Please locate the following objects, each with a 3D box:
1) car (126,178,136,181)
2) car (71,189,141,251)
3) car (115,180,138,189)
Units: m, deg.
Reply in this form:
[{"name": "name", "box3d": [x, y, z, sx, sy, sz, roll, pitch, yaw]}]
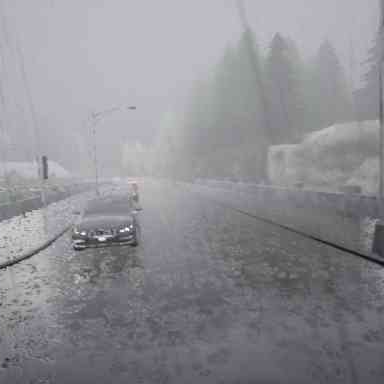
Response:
[{"name": "car", "box3d": [-9.453, -1.363, 51.598, 1.882, 1.535, 5.008, -3, 4, -9]}, {"name": "car", "box3d": [-2.799, 0.885, 11.381, 1.837, 1.490, 4.892, -3, 4, -9]}, {"name": "car", "box3d": [-5.250, 0.079, 26.272, 1.812, 1.442, 4.674, -3, 4, -9]}]
